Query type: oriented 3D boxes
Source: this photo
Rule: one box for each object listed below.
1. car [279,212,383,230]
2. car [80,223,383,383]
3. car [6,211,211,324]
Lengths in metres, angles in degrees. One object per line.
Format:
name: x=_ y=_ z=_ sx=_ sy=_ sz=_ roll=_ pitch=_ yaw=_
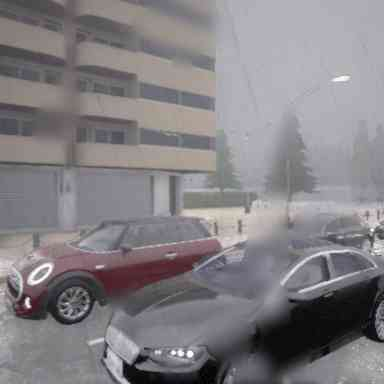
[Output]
car: x=4.282 y=1.479 z=11.220 sx=4.892 sy=1.490 sz=1.837 roll=0 pitch=0 yaw=-35
car: x=1.204 y=1.483 z=4.832 sx=4.902 sy=1.511 sz=2.128 roll=0 pitch=0 yaw=-35
car: x=-1.435 y=1.343 z=7.246 sx=4.553 sy=1.767 sz=2.097 roll=0 pitch=0 yaw=-35
